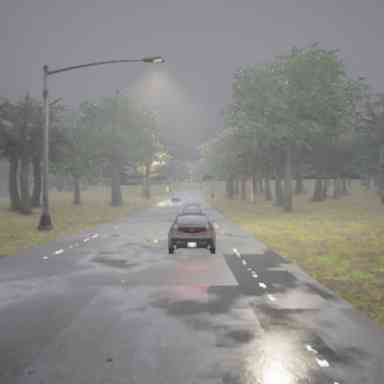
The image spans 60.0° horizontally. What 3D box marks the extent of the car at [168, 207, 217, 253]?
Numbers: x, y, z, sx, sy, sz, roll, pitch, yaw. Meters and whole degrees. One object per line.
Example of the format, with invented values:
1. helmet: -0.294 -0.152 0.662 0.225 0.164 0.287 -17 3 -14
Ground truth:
1. car: 0.007 1.629 14.311 1.837 1.490 4.892 0 0 0

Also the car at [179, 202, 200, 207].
1. car: 0.007 1.782 28.981 2.033 1.411 5.357 0 0 0

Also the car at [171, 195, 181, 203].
1. car: -3.483 1.445 71.778 1.882 1.535 5.008 0 1 0
